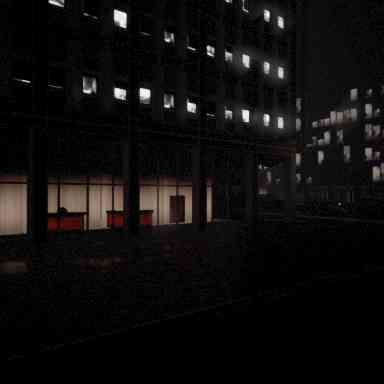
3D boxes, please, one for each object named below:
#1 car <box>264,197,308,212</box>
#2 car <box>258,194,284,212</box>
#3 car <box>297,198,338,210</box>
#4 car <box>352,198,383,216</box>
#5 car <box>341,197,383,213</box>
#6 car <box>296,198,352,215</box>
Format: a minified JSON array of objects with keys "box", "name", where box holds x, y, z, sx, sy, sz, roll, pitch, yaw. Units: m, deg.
[{"box":[10.575,1.390,37.856,1.812,1.442,4.674,0,0,-36],"name":"car"},{"box":[8.560,1.171,36.074,2.192,1.841,5.009,1,0,-36],"name":"car"},{"box":[15.459,1.438,41.170,2.008,1.369,4.403,1,0,-36],"name":"car"},{"box":[16.504,1.399,29.838,1.882,1.535,5.008,0,0,-38],"name":"car"},{"box":[18.858,1.360,36.620,1.967,1.590,4.097,1,0,-36],"name":"car"},{"box":[12.008,1.415,31.351,1.752,1.417,4.829,1,0,-36],"name":"car"}]
